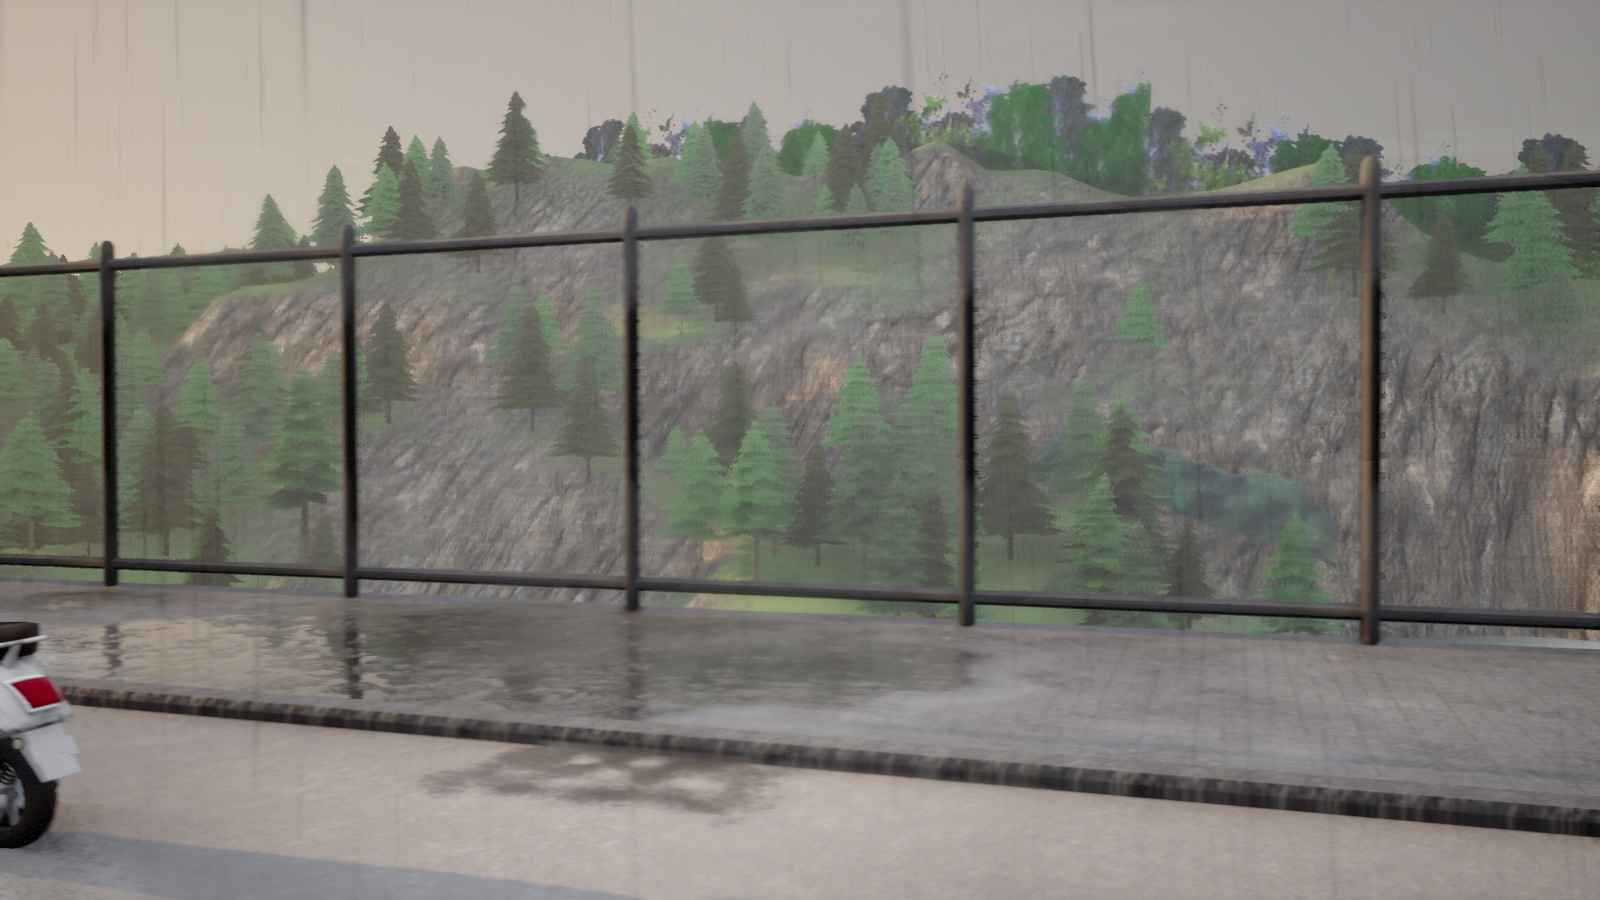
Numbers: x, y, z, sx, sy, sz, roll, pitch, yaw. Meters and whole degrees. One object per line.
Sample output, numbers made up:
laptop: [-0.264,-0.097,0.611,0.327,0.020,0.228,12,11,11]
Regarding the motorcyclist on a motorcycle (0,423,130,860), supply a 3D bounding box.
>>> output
motorcyclist on a motorcycle: [-3.719,0.686,4.971,1.817,1.590,0.866,1,1,19]
